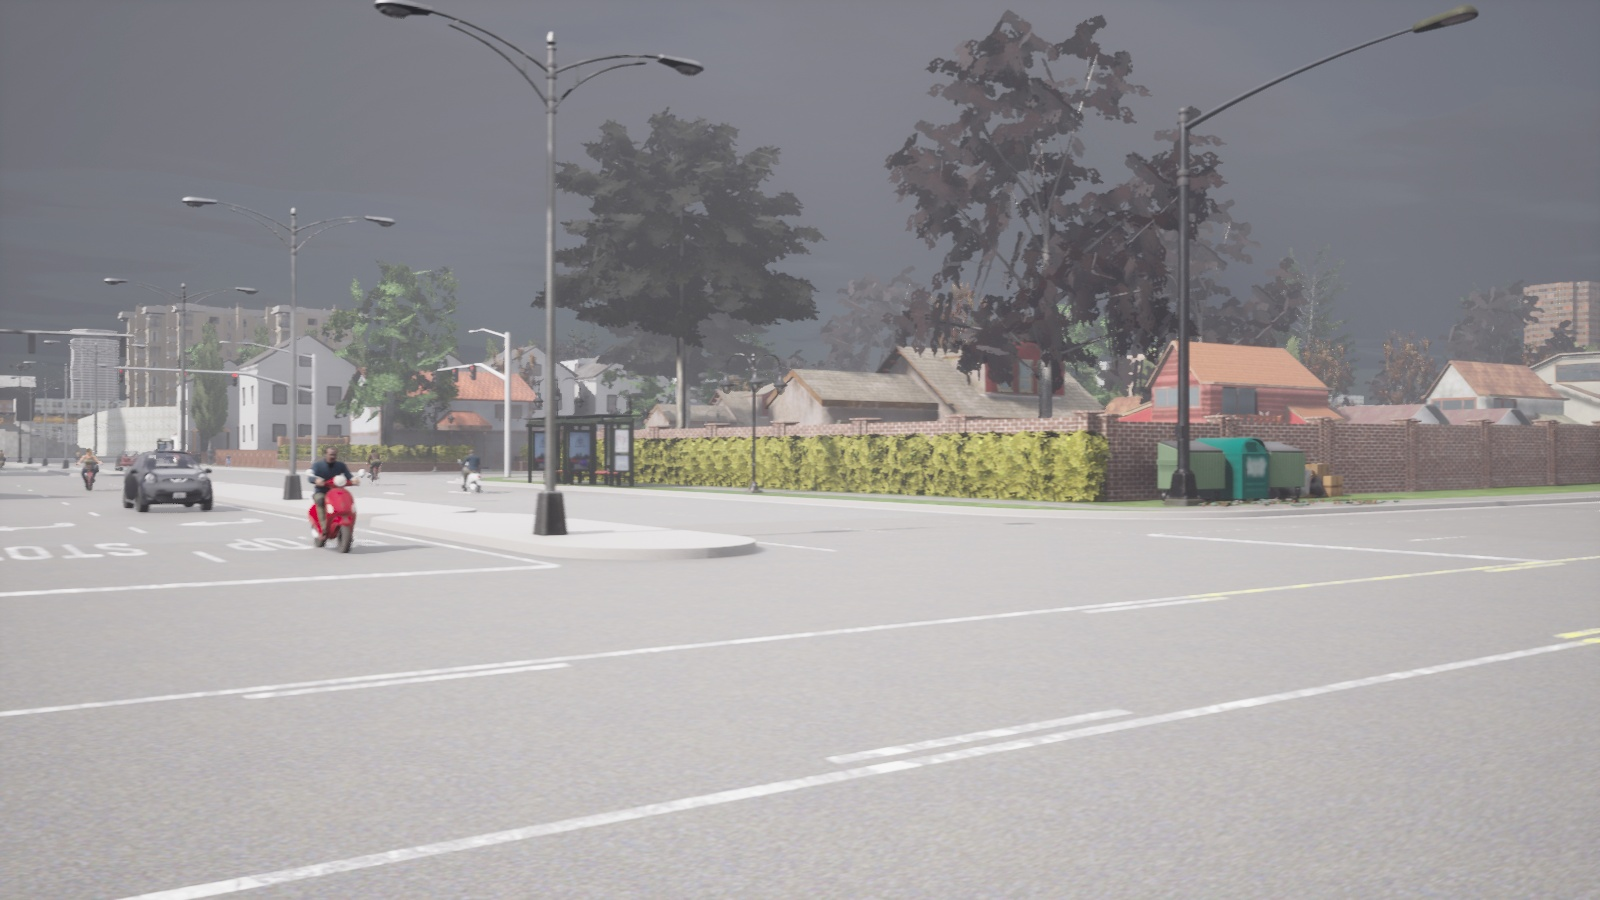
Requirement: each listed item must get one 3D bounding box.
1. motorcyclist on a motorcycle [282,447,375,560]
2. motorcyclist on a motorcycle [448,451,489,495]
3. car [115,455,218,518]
[{"bbox_3d":[-7.060,0.759,18.762,0.866,1.590,1.817,0,0,-35],"label":"motorcyclist on a motorcycle"},{"bbox_3d":[-12.243,0.836,46.371,0.866,1.590,1.817,0,0,-35],"label":"motorcyclist on a motorcycle"},{"bbox_3d":[-15.996,0.869,31.627,1.845,1.501,3.633,0,0,-35],"label":"car"}]
